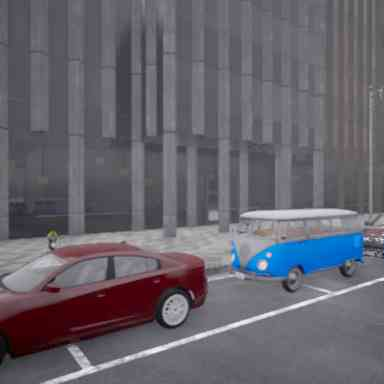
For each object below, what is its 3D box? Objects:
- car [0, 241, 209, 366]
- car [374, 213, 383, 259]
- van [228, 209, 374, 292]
[{"bbox_3d":[-1.802,1.546,5.365,4.507,1.381,1.887,0,0,-35],"label":"car"},{"bbox_3d":[7.377,1.452,11.912,4.097,1.590,1.967,0,0,-35],"label":"car"},{"bbox_3d":[2.787,1.347,8.639,3.998,1.788,1.690,0,0,-35],"label":"van"}]
